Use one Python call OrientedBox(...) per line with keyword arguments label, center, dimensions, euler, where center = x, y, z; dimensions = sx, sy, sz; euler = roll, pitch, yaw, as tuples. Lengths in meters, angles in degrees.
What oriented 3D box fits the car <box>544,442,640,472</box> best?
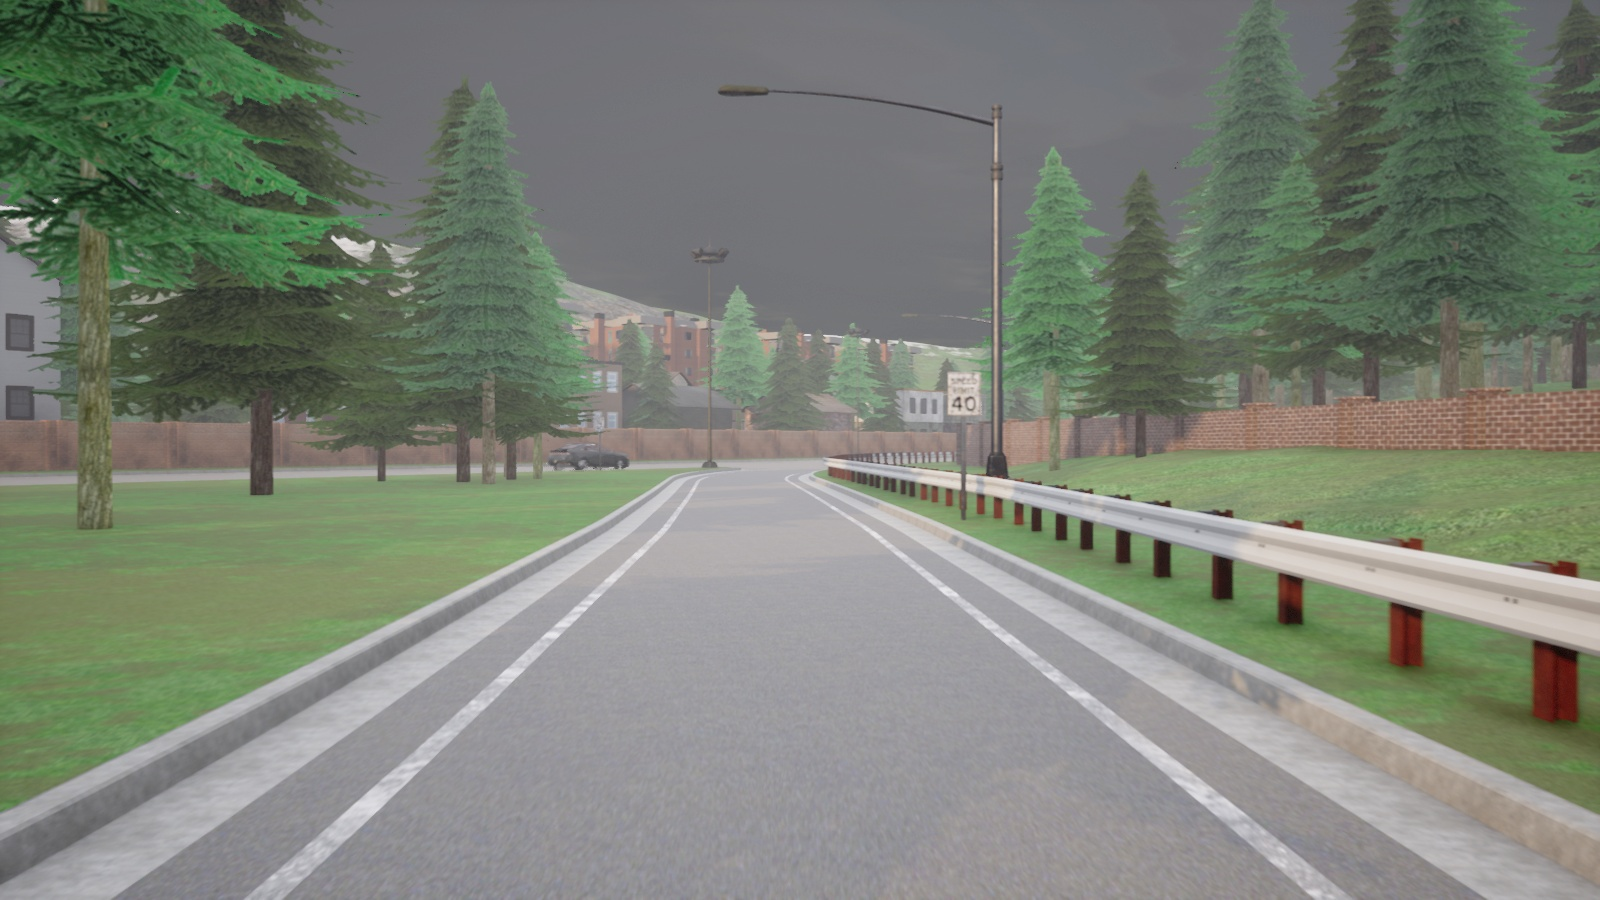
OrientedBox(label="car", center=(-10.847, 0.324, 65.867), dimensions=(2.128, 1.511, 4.902), euler=(0, 0, 35))
